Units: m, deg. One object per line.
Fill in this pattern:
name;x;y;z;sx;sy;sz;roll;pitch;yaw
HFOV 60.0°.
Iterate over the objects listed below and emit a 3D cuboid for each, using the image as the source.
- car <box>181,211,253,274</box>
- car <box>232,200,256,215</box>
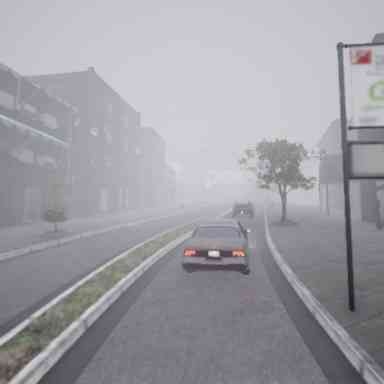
car;0.900;1.571;10.696;2.033;1.411;5.357;-1;0;8
car;4.897;1.529;31.558;1.837;1.490;4.892;-1;0;12
